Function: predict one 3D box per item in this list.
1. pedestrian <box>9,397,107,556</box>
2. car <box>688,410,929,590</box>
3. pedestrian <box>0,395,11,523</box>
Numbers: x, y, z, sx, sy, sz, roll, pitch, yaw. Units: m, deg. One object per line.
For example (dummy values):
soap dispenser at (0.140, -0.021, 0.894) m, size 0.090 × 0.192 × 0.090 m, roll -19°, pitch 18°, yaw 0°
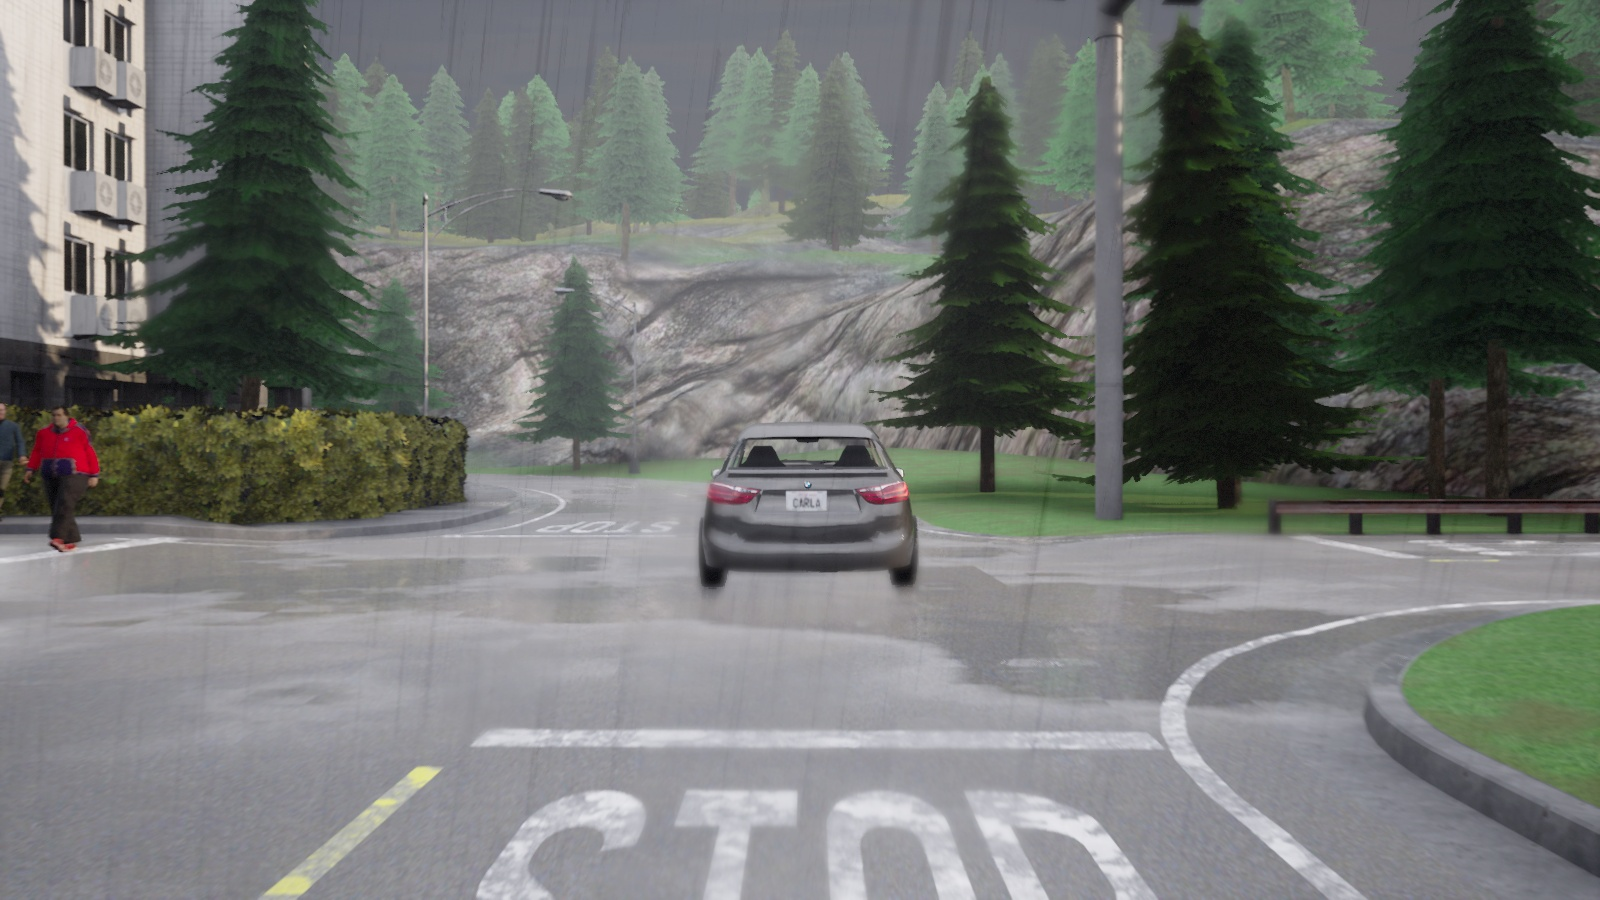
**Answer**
pedestrian at (-8.857, 0.308, 15.028) m, size 0.634 × 1.844 × 0.899 m, roll 0°, pitch 0°, yaw 0°
car at (0.093, 0.464, 14.013) m, size 2.242 × 1.667 × 4.611 m, roll 0°, pitch 0°, yaw 0°
pedestrian at (-11.689, 0.127, 18.209) m, size 0.402 × 1.842 × 0.726 m, roll 0°, pitch 0°, yaw -34°
